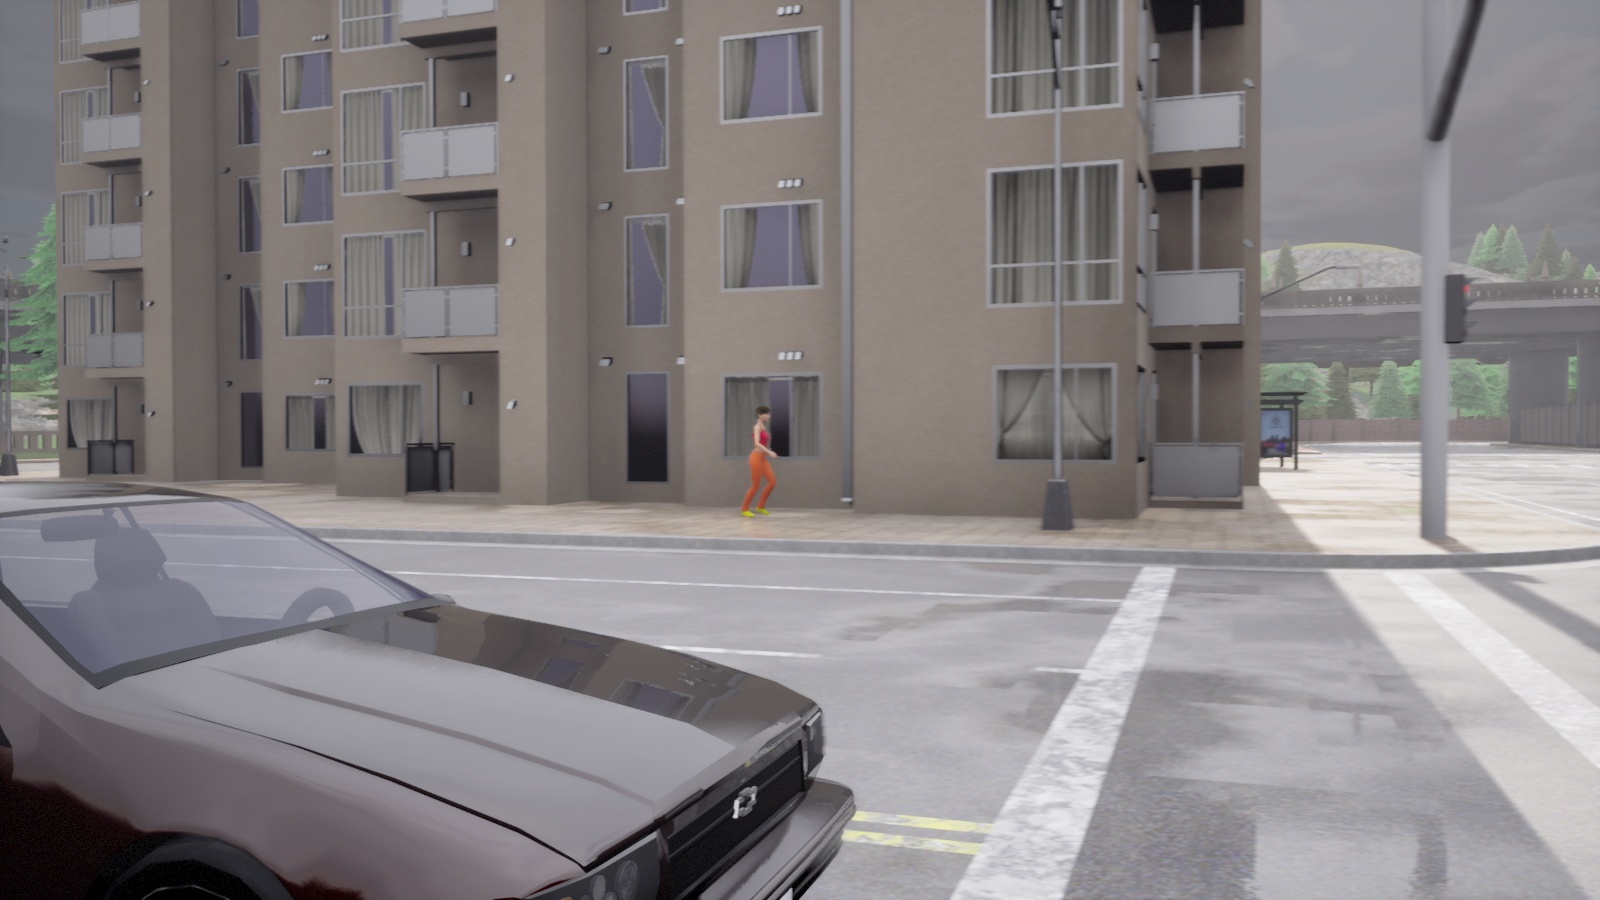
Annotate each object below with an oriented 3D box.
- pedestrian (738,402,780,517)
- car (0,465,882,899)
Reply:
[{"bbox_3d":[-0.662,0.150,20.386,0.594,1.836,0.345,1,1,18],"label":"pedestrian"},{"bbox_3d":[-2.593,0.795,4.066,5.357,1.411,2.033,1,1,19],"label":"car"}]
